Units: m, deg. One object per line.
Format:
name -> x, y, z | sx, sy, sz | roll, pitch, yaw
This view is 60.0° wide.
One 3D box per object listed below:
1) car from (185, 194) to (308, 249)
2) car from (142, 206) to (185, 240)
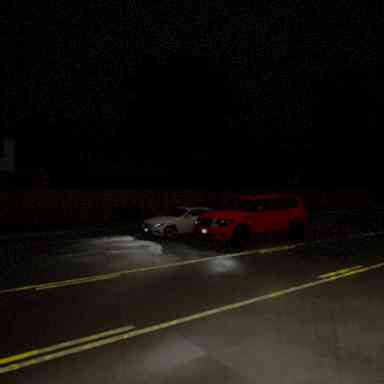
car -> 2.724, 1.138, 14.529 | 5.566, 2.045, 2.150 | -1, 0, -35
car -> -0.220, 1.451, 16.728 | 4.674, 1.442, 1.812 | -1, 0, -35
